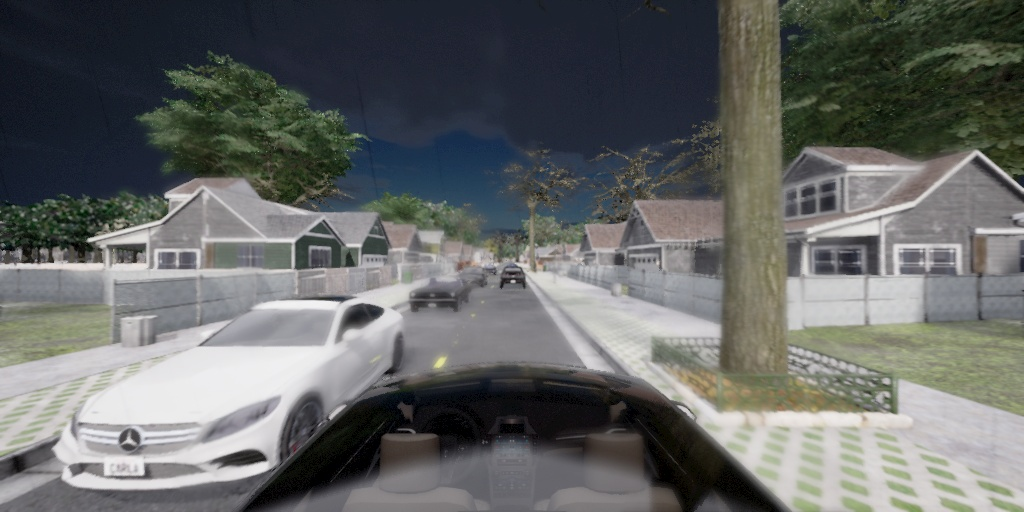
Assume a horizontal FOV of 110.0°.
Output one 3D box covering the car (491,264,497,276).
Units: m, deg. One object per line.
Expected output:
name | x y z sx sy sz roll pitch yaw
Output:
car | -2.886 1.767 45.447 2.033 1.411 5.357 0 -1 0

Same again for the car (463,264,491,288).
car | -2.818 1.523 26.550 1.837 1.490 4.892 0 -1 1

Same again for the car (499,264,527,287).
car | 0.080 1.528 27.221 1.837 1.490 4.892 0 -1 0

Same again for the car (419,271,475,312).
car | -2.852 1.495 15.066 1.895 1.301 4.718 0 -1 0

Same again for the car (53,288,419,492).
car | -2.851 1.311 4.969 1.812 1.442 4.674 0 -1 0
